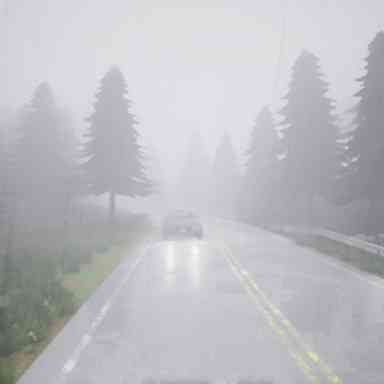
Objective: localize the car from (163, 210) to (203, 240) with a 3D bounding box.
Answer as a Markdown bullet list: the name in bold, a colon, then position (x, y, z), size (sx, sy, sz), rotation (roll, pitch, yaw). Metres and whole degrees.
- **car**: position (-0.570, 1.699, 17.948), size (1.994, 1.385, 4.181), rotation (0, 0, -5)
